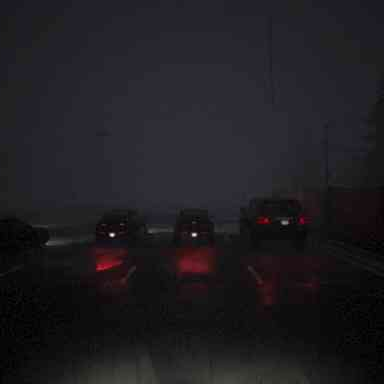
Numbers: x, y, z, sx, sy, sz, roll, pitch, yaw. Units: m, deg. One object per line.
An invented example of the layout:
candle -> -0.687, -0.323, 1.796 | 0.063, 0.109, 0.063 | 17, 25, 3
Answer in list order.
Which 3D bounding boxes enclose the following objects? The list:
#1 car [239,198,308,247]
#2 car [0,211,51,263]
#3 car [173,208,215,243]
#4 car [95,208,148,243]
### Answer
car -> 3.599, 1.290, 15.560 | 2.150, 2.045, 5.566 | 0, 0, 0
car -> -6.904, 1.599, 11.634 | 2.033, 1.411, 5.357 | 0, 0, 0
car -> 0.098, 1.578, 16.615 | 1.837, 1.490, 4.892 | 0, 0, 0
car -> -3.402, 1.578, 16.596 | 1.837, 1.490, 4.892 | 0, 0, 0
